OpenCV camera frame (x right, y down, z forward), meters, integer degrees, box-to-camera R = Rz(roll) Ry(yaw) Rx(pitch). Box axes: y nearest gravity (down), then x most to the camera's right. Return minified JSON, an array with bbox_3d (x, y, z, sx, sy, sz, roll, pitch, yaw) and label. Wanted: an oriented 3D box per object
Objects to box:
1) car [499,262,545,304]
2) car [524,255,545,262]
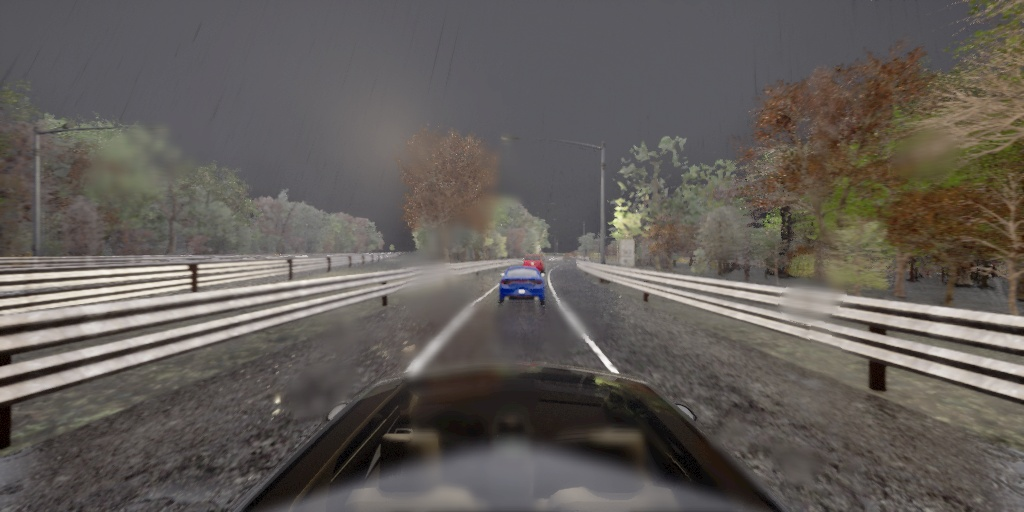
[{"bbox_3d":[0.481,1.206,16.228,1.882,1.535,5.008,0,0,3],"label":"car"},{"bbox_3d":[2.421,0.902,39.360,2.150,2.045,5.566,0,0,7],"label":"car"}]
